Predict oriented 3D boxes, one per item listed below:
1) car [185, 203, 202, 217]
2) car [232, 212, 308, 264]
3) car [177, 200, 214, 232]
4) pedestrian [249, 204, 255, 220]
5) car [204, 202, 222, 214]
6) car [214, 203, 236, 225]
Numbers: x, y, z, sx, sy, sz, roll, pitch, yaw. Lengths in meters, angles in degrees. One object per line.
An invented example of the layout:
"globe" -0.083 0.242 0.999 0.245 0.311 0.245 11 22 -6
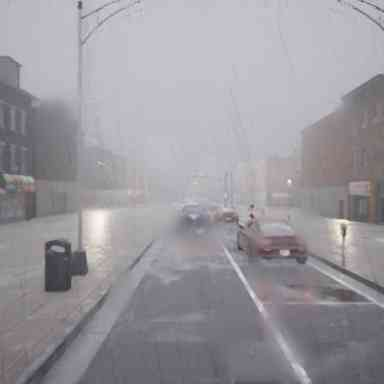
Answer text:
"car" 0.166 1.995 37.896 1.812 1.442 4.674 0 -1 0
"car" 2.765 1.660 12.185 1.812 1.442 4.674 0 -1 0
"car" 0.127 1.605 22.119 2.097 1.767 4.553 0 -1 0
"pedestrian" 2.761 1.461 15.015 0.375 1.860 0.375 -1 0 0
"car" 2.679 2.106 43.530 2.008 1.369 4.403 -1 -1 0
"car" 2.660 1.856 26.655 1.887 1.381 4.507 -1 -1 0
